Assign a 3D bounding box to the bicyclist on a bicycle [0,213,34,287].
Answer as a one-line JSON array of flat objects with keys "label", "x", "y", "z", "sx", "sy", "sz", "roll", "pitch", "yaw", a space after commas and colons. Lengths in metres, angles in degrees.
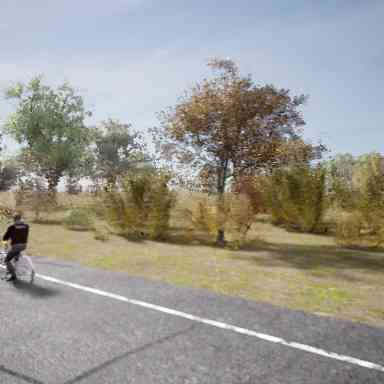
[{"label": "bicyclist on a bicycle", "x": -4.421, "y": 1.387, "z": 8.225, "sx": 1.843, "sy": 1.776, "sz": 0.659, "roll": 0, "pitch": 0, "yaw": 36}]
